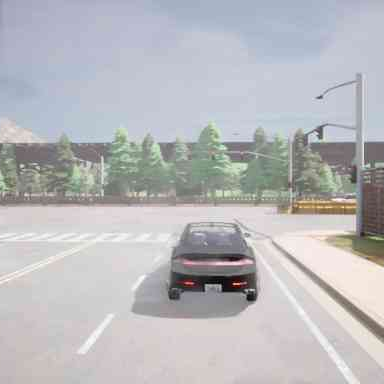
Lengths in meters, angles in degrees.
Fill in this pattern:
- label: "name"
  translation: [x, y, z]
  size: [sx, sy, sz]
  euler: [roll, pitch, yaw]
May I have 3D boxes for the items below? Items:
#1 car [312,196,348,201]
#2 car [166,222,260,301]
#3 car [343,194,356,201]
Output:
- label: "car"
  translation: [14.520, 1.491, 37.917]
  size: [4.902, 1.511, 2.128]
  euler: [0, 0, 1]
- label: "car"
  translation: [0.503, 1.492, 8.331]
  size: [2.128, 1.511, 4.902]
  euler: [0, 0, 3]
- label: "car"
  translation: [19.800, 1.222, 41.304]
  size: [5.566, 2.045, 2.150]
  euler: [0, 0, 2]
